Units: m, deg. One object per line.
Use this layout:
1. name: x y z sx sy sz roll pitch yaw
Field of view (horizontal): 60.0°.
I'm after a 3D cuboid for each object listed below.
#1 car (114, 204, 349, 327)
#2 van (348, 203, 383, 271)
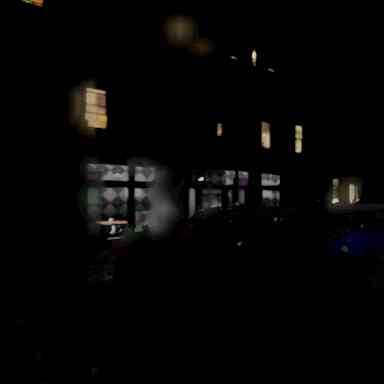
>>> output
1. car: 0.916 1.275 7.189 5.009 1.841 2.192 -1 1 -35
2. van: 5.318 1.255 10.329 3.998 1.788 1.690 -1 1 -35
